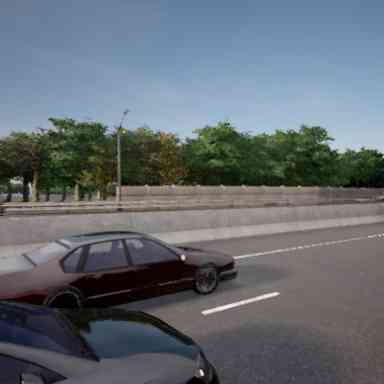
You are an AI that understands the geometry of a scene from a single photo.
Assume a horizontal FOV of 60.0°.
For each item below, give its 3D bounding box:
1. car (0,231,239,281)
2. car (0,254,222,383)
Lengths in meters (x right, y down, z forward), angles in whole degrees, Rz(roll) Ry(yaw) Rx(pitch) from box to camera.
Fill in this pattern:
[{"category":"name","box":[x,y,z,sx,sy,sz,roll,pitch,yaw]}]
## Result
[{"category":"car","box":[-1.533,1.546,6.950,5.357,1.411,2.033,0,0,-35]},{"category":"car","box":[-1.785,1.564,2.473,4.181,1.385,1.994,0,0,-35]}]
